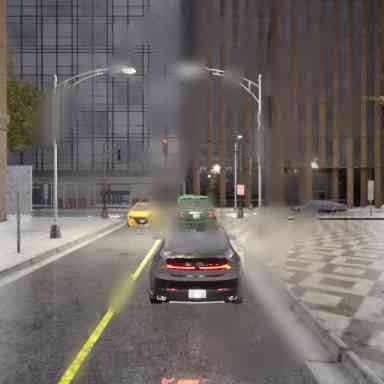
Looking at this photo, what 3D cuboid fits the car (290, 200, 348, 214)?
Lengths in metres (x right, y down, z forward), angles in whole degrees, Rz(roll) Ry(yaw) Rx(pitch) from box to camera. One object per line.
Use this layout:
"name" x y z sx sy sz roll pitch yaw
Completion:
"car" 12.734 1.487 33.514 5.357 1.411 2.033 0 0 0

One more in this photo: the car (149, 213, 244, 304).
"car" 0.082 1.504 8.143 1.837 1.490 4.892 0 0 0

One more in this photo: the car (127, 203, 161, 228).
"car" -3.145 1.474 22.369 1.882 1.535 5.008 1 0 -5

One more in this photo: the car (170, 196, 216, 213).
"car" 0.040 1.219 18.134 2.150 2.045 5.566 0 0 -3
